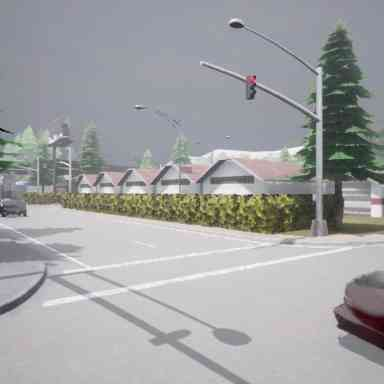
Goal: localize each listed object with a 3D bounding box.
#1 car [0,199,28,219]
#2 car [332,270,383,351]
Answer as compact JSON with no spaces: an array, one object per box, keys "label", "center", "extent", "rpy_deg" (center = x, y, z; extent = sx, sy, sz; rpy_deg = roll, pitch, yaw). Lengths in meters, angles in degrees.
[{"label":"car","center":[-16.177,1.417,29.883],"extent":[1.837,1.490,4.892],"rpy_deg":[0,0,-37]},{"label":"car","center":[4.256,1.577,3.244],"extent":[2.033,1.411,5.357],"rpy_deg":[0,0,-37]}]
